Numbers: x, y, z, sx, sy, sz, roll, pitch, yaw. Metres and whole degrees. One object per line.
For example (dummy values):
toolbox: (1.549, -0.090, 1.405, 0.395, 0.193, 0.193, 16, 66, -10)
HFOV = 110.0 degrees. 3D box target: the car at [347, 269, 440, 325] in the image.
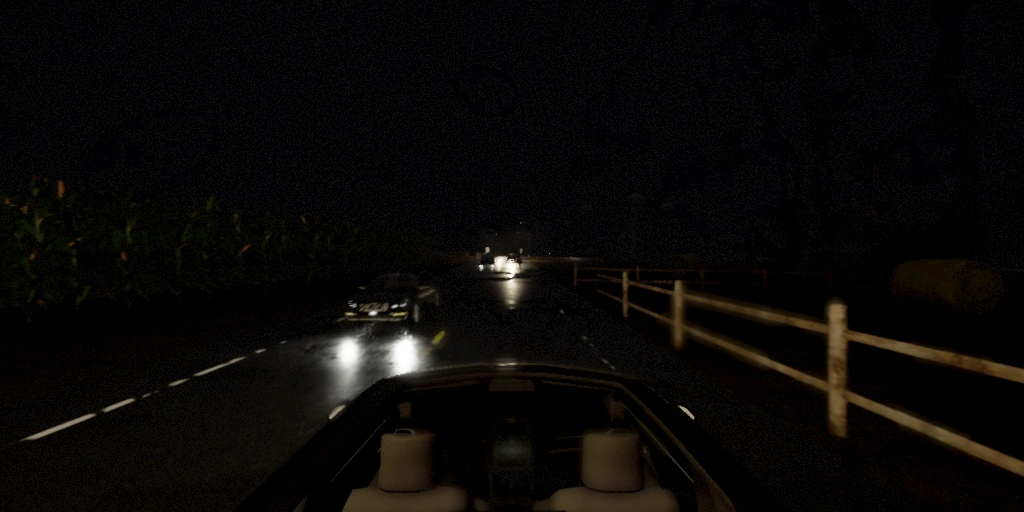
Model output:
car: (-3.604, 1.217, 11.716, 1.837, 1.490, 4.892, 0, 0, 0)

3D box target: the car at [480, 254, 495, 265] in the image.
car: (-3.595, 0.511, 52.799, 1.882, 1.535, 5.008, 0, 1, 0)

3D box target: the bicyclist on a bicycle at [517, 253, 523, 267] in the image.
bicyclist on a bicycle: (0.935, 0.691, 41.901, 0.866, 1.612, 1.509, 0, 1, 0)
